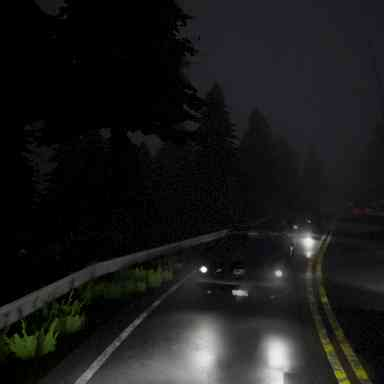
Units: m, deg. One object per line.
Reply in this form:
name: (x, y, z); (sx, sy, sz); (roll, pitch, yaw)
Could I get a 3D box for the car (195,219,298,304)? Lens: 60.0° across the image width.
car: (1.581, 1.598, 8.417); (1.895, 1.301, 4.718); (-1, 0, 18)

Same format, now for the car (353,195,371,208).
car: (20.608, 1.058, 40.250); (2.128, 1.511, 4.902); (-2, 0, 28)

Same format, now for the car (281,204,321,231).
car: (6.658, 1.460, 20.060); (2.033, 1.411, 5.357); (-2, 0, 26)
